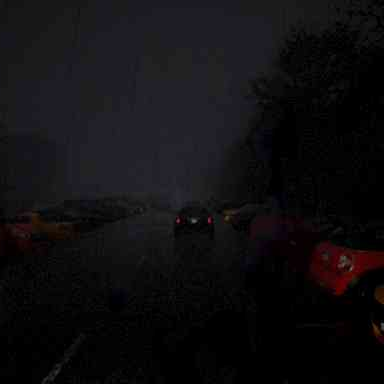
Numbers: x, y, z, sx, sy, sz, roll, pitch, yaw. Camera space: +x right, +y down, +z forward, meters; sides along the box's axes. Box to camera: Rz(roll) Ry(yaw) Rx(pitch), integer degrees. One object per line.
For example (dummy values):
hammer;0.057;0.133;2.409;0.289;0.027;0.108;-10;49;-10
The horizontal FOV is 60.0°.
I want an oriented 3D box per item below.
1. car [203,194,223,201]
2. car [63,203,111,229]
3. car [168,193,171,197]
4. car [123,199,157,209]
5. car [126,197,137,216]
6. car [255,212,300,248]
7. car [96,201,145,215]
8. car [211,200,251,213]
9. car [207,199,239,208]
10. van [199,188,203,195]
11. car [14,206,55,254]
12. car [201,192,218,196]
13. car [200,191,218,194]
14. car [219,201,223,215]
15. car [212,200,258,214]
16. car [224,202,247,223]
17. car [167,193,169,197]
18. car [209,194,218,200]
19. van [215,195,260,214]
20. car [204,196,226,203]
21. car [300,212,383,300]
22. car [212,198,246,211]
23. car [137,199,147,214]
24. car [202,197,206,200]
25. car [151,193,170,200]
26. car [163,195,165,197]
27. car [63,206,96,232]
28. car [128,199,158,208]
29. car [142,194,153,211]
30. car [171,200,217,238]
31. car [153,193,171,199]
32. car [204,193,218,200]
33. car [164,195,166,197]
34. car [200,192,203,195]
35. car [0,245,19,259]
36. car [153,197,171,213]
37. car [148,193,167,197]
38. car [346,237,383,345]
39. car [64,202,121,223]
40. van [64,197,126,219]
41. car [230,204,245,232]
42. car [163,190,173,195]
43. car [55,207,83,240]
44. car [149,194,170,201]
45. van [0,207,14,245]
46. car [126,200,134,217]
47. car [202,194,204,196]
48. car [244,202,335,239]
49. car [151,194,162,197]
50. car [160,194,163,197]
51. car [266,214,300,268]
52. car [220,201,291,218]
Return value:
car;5.081;1.356;82.387;4.792;1.488;2.163;0;2;0
car;-8.042;1.676;21.041;5.008;1.535;2.097;0;0;0
car;-8.034;1.520;76.746;4.892;1.521;2.231;0;2;0
car;-8.038;1.888;51.668;5.008;1.535;2.097;0;0;0
car;-8.066;1.645;32.300;4.553;1.767;2.185;0;0;0
car;5.045;1.642;12.712;4.674;1.452;2.002;0;-1;0
car;-8.040;1.814;37.740;5.008;1.535;2.097;0;0;0
car;5.041;1.859;43.469;5.008;1.535;2.097;0;0;0
car;5.054;1.880;54.626;5.008;1.535;2.097;0;0;0
van;4.927;0.762;90.740;4.442;1.987;1.878;-1;2;0
car;-8.069;1.476;12.692;4.553;1.767;2.185;0;-1;0
car;5.237;1.513;76.801;5.366;1.575;1.946;0;2;0
car;5.056;1.253;85.297;4.674;1.452;2.002;0;2;0
car;5.047;1.786;29.422;4.674;1.452;2.002;0;0;0
car;5.231;1.833;40.561;5.366;1.575;1.946;0;0;0
car;5.050;1.700;23.852;4.892;1.521;2.231;0;0;0
car;-8.058;1.628;73.969;4.792;1.488;2.163;0;1;0
car;5.017;1.562;37.778;5.566;2.045;2.435;0;0;0
van;4.929;1.565;34.993;4.442;1.987;1.878;0;0;0
car;5.022;1.622;74.147;4.792;1.488;2.163;0;2;0
car;5.009;1.425;7.145;4.553;1.767;2.185;0;-1;0
car;5.078;1.751;46.255;4.553;1.767;2.185;0;0;0
car;-7.849;1.789;34.957;5.366;1.575;1.946;0;0;0
car;0.105;1.664;35.018;2.097;1.767;4.553;0;0;0
car;-7.996;1.096;85.098;4.553;1.767;2.185;0;2;0
car;-8.001;1.842;62.813;4.792;1.488;2.163;0;1;0
car;-8.035;1.693;18.256;4.674;1.452;2.002;0;-1;0
car;-8.029;1.922;54.458;4.674;1.452;2.002;0;0;0
car;-8.005;1.585;40.525;5.566;2.045;2.435;0;0;0
car;0.102;1.530;18.982;2.097;1.767;4.553;0;-1;0
car;-8.055;1.020;90.670;4.792;1.488;2.163;0;2;0
car;5.076;1.636;51.836;5.566;2.045;2.435;0;0;0
car;-8.059;1.801;65.601;4.792;1.488;2.163;0;1;0
car;5.238;1.423;79.595;5.366;1.575;1.946;0;2;0
car;-3.600;1.554;2.752;1.812;1.442;4.674;0;-1;0
car;-3.576;1.822;43.000;1.882;1.535;5.008;0;1;0
car;-8.061;1.597;68.385;4.553;1.767;2.185;0;1;0
car;5.045;1.523;4.359;5.008;1.535;2.097;0;-1;0
car;-8.031;1.700;23.824;5.008;1.535;2.097;0;0;0
van;-7.919;1.498;26.609;4.442;1.987;1.878;0;0;0
car;5.072;1.705;21.069;4.792;1.488;2.163;0;0;0
car;-7.999;1.178;79.526;5.566;2.045;2.435;0;2;0
car;-8.223;1.624;15.474;5.366;1.575;1.946;0;-1;0
car;-8.033;1.330;82.326;5.008;1.535;2.097;0;2;0
van;-8.156;1.352;9.972;4.442;1.987;1.878;0;0;0
car;-8.029;1.748;29.391;4.892;1.521;2.231;0;0;0
car;5.045;1.718;68.567;5.008;1.535;2.097;0;1;0
car;5.011;1.501;15.499;4.553;1.767;2.185;0;-1;0
car;-8.000;1.742;57.244;4.553;1.767;2.185;0;0;0
car;-8.000;1.719;60.024;4.553;1.767;2.185;0;0;0
car;5.036;1.576;9.928;5.008;1.535;2.097;0;-1;0
car;5.049;1.723;26.637;5.008;1.535;2.097;0;0;0
